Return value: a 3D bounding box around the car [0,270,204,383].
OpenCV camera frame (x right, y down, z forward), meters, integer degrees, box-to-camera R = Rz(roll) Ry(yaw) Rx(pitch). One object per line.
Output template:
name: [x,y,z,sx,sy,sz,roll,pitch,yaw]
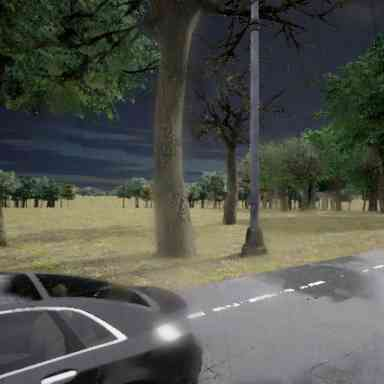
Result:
car: [-2.167,1.504,2.448,4.892,1.490,1.837,0,0,-35]
